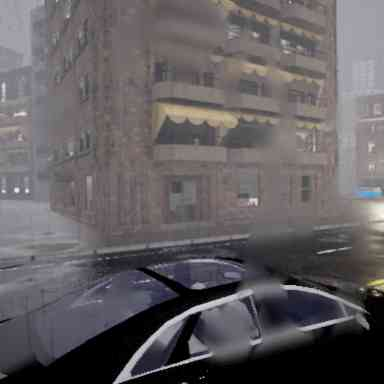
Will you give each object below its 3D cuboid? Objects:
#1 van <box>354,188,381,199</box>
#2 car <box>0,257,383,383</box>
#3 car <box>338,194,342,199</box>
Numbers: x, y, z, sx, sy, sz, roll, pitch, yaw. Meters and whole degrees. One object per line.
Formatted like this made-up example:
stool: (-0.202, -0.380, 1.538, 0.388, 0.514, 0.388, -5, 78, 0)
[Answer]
van: (28.980, 0.155, 54.741, 3.998, 1.788, 1.690, 1, 0, 27)
car: (0.436, 1.461, 3.378, 4.902, 1.511, 2.128, -1, 1, -31)
car: (20.107, 0.511, 49.802, 4.206, 1.307, 1.802, 1, 0, 27)
